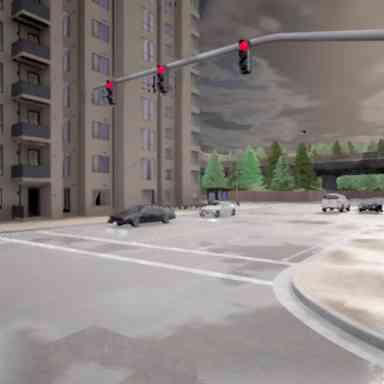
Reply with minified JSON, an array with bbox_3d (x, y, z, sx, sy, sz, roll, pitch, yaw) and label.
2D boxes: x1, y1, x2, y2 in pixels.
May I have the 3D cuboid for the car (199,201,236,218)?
[{"bbox_3d":[2.486,1.561,31.204,1.812,1.442,4.674,0,0,36],"label":"car"}]

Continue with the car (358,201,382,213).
[{"bbox_3d":[19.741,1.614,36.739,1.895,1.301,4.718,0,0,36],"label":"car"}]

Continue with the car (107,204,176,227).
[{"bbox_3d":[-3.324,1.582,23.242,2.033,1.411,5.357,0,0,36],"label":"car"}]

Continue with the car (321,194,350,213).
[{"bbox_3d":[16.543,1.243,38.291,2.150,2.045,5.566,0,0,36],"label":"car"}]
